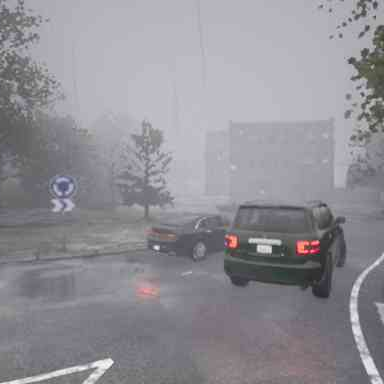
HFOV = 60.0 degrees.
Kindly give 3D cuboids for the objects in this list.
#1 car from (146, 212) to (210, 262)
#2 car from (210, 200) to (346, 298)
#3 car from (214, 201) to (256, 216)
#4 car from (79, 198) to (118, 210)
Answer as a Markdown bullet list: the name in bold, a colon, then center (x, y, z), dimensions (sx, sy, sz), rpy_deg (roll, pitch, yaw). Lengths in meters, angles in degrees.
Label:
- **car**: center (0.598, 1.501, 12.183), dimensions (4.892, 1.490, 1.837), rpy_deg (0, 1, -45)
- **car**: center (2.721, 1.218, 8.913), dimensions (2.150, 2.045, 5.566), rpy_deg (0, 0, 29)
- **car**: center (4.198, 1.578, 33.214), dimensions (1.895, 1.301, 4.718), rpy_deg (0, 0, -25)
- **car**: center (-12.121, 1.571, 43.014), dimensions (4.892, 1.490, 1.837), rpy_deg (-1, 0, 2)
